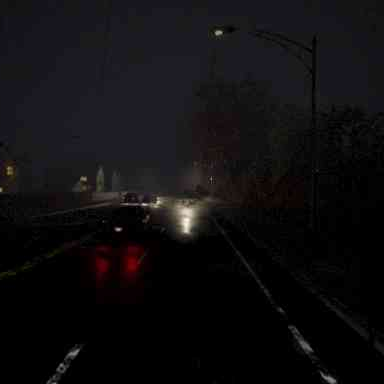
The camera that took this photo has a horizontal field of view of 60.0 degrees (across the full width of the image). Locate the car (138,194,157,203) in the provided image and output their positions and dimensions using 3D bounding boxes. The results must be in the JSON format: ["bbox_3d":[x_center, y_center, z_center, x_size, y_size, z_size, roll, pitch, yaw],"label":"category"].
[{"bbox_3d":[-6.575,1.085,51.709,2.033,1.411,5.357,0,1,0],"label":"car"}]

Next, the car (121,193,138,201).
[{"bbox_3d":[-9.812,0.878,52.993,2.097,1.767,4.553,0,1,0],"label":"car"}]

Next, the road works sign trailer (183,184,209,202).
[{"bbox_3d":[0.462,0.517,51.203,2.380,2.880,3.560,37,23,34],"label":"road works sign trailer"}]

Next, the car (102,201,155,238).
[{"bbox_3d":[-3.148,1.386,16.531,1.812,1.442,4.674,0,0,0],"label":"car"}]

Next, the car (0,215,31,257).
[{"bbox_3d":[-6.600,1.441,10.041,1.812,1.442,4.674,0,0,0],"label":"car"}]
